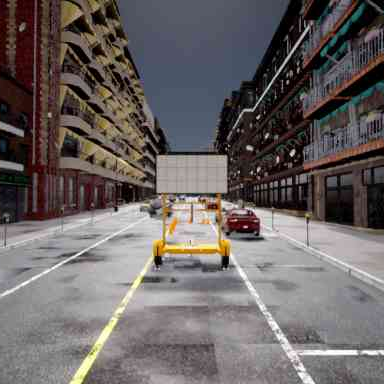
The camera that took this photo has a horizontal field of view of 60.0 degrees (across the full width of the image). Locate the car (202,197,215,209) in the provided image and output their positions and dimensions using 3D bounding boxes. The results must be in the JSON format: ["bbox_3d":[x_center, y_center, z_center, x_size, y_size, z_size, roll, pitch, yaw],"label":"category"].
[{"bbox_3d":[2.623,1.614,40.474,1.887,1.381,4.507,1,0,0],"label":"car"}]

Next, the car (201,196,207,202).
[{"bbox_3d":[2.628,1.634,46.006,2.008,1.369,4.403,1,0,0],"label":"car"}]

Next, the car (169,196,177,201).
[{"bbox_3d":[-5.209,1.830,90.320,1.947,1.339,4.313,1,0,0],"label":"car"}]

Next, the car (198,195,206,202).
[{"bbox_3d":[2.645,1.684,62.598,1.887,1.381,4.507,1,0,0],"label":"car"}]

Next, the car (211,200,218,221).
[{"bbox_3d":[2.608,1.555,24.054,1.752,1.417,4.829,1,0,0],"label":"car"}]

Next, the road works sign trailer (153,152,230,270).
[{"bbox_3d":[0.000,0.474,11.043,2.380,3.560,2.880,0,0,0],"label":"road works sign trailer"}]

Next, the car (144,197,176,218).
[{"bbox_3d":[-2.819,1.535,30.762,2.128,1.511,4.902,0,0,0],"label":"car"}]

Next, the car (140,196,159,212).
[{"bbox_3d":[-5.256,1.594,40.376,1.752,1.417,4.829,2,0,0],"label":"car"}]

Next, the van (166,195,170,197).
[{"bbox_3d":[-5.235,1.459,57.136,1.690,1.788,3.998,2,0,0],"label":"van"}]

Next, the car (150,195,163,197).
[{"bbox_3d":[-5.245,1.399,46.078,2.192,1.841,5.009,2,0,0],"label":"car"}]

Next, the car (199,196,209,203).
[{"bbox_3d":[2.666,1.626,73.660,1.967,1.590,4.097,1,0,0],"label":"car"}]

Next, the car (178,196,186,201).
[{"bbox_3d":[-2.661,1.751,89.301,2.128,1.511,4.902,0,0,0],"label":"car"}]

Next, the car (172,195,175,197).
[{"bbox_3d":[-5.219,1.501,73.729,2.192,1.841,5.009,1,0,0],"label":"car"}]

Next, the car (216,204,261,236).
[{"bbox_3d":[2.602,1.565,18.352,1.887,1.381,4.507,1,0,0],"label":"car"}]

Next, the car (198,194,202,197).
[{"bbox_3d":[2.651,1.706,68.128,1.887,1.381,4.507,1,0,0],"label":"car"}]

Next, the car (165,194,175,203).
[{"bbox_3d":[-5.213,1.525,79.259,2.192,1.841,5.009,1,0,0],"label":"car"}]

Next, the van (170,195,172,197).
[{"bbox_3d":[-5.230,1.481,62.668,1.690,1.788,3.998,1,0,0],"label":"van"}]

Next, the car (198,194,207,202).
[{"bbox_3d":[2.638,1.551,84.722,2.192,1.841,5.009,1,0,0],"label":"car"}]
